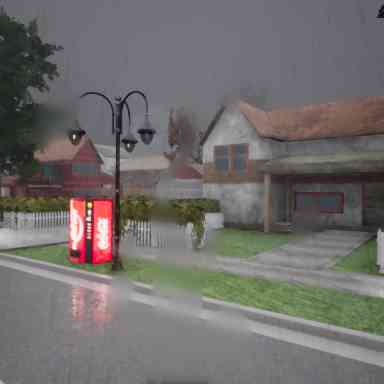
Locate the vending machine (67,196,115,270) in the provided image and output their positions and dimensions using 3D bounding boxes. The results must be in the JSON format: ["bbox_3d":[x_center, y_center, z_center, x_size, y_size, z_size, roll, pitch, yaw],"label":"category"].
[{"bbox_3d":[-3.106,1.194,10.261,0.880,2.100,1.100,0,0,36],"label":"vending machine"}]
